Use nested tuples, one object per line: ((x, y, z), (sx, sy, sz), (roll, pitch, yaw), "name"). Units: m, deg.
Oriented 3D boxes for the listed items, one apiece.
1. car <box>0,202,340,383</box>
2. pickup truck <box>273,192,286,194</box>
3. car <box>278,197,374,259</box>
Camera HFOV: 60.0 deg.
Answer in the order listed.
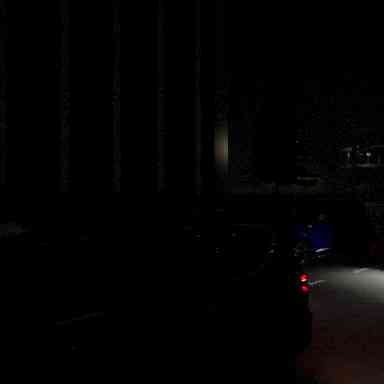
((-1.198, 1.221, 3.136), (5.566, 2.045, 2.150), (0, 0, -35), "car")
((18.786, 0.956, 70.799), (2.390, 2.098, 6.274), (0, 0, -6), "pickup truck")
((3.795, 1.207, 10.988), (5.566, 2.045, 2.150), (0, 0, -35), "car")
